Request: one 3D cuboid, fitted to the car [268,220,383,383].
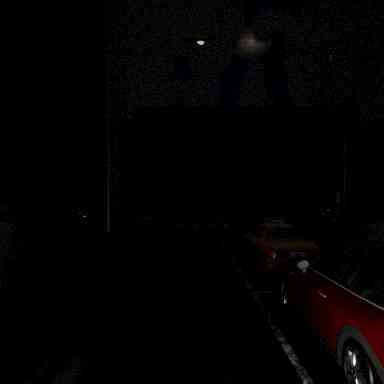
[{"bbox_3d":[2.642,1.441,4.977,1.967,1.590,4.097,0,0,0],"label":"car"}]

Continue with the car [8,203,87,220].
[{"bbox_3d":[-11.217,1.562,26.488,5.357,1.411,2.033,0,0,0],"label":"car"}]

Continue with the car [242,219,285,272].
[{"bbox_3d":[2.639,1.529,10.585,1.752,1.417,4.829,0,0,0],"label":"car"}]

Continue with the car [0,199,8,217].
[{"bbox_3d":[-18.494,1.400,29.417,4.553,1.767,2.097,0,0,0],"label":"car"}]

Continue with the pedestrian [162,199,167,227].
[{"bbox_3d":[-1.771,1.303,21.142,0.375,1.860,0.375,0,0,0],"label":"pedestrian"}]

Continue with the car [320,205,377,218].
[{"bbox_3d":[14.329,1.536,29.523,5.357,1.411,2.033,0,0,0],"label":"car"}]
